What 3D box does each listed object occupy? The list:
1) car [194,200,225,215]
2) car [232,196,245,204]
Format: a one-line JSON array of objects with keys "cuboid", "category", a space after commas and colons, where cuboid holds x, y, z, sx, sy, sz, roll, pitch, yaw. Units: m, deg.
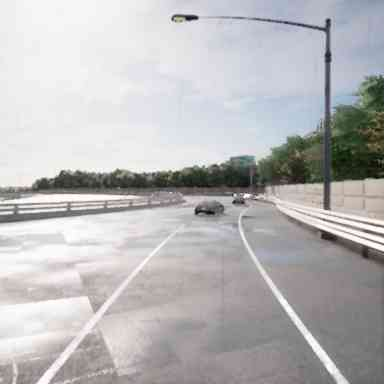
[{"cuboid": [1.711, 1.418, 31.486, 1.994, 1.385, 4.181, 0, 0, 21], "category": "car"}, {"cuboid": [7.803, 1.323, 55.914, 1.994, 1.385, 4.181, 0, 0, 7], "category": "car"}]
